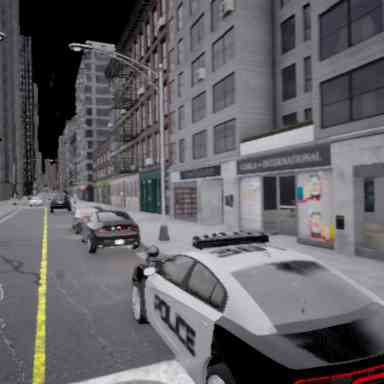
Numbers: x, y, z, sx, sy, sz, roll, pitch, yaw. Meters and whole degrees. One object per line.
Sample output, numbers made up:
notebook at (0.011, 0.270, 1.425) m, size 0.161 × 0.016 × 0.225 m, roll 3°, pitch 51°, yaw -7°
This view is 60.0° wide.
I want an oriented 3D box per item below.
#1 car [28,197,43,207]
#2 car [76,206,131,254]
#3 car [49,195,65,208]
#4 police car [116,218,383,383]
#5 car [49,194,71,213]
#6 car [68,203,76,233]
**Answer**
car at (-25.727, 1.642, 54.907) m, size 1.812 × 1.442 × 4.674 m, roll -1°, pitch 0°, yaw -24°
car at (-3.478, 1.486, 13.699) m, size 1.837 × 1.490 × 4.892 m, roll -1°, pitch 0°, yaw -24°
car at (-20.511, 1.409, 50.452) m, size 2.097 × 1.767 × 4.553 m, roll -1°, pitch 0°, yaw -24°
police car at (0.478, 1.385, 4.634) m, size 1.930 × 1.638 × 5.238 m, roll -1°, pitch 0°, yaw -24°
car at (-15.219, 1.267, 38.362) m, size 2.150 × 2.045 × 5.566 m, roll -1°, pitch 1°, yaw -23°
car at (-5.878, 1.519, 19.197) m, size 1.812 × 1.442 × 4.674 m, roll -1°, pitch 0°, yaw -24°
